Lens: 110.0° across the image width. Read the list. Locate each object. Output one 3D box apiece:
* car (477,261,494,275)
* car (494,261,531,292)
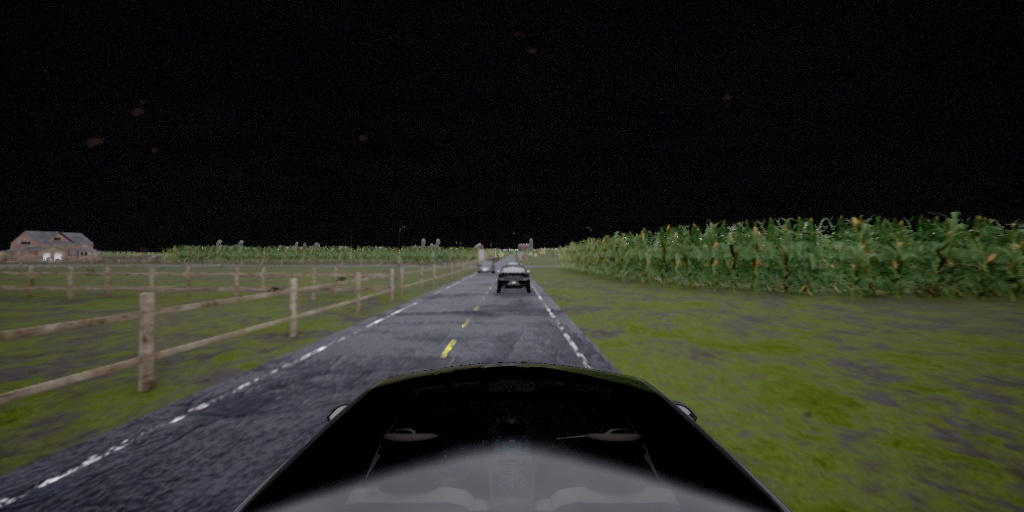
[{"bbox_3d":[-2.847,1.299,40.501,2.128,1.511,4.902,0,0,0],"label":"car"},{"bbox_3d":[0.096,1.263,21.750,1.882,1.535,5.008,0,0,0],"label":"car"}]
